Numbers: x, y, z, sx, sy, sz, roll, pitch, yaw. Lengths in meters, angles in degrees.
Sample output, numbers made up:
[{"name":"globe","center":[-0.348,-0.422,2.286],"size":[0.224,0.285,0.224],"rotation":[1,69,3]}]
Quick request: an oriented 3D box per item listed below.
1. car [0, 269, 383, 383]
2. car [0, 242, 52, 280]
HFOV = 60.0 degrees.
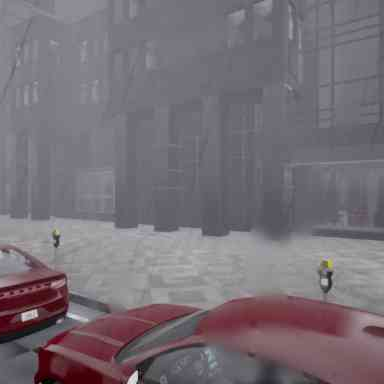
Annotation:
[{"name":"car","center":[0.564,1.545,2.557],"size":[4.507,1.381,1.887],"rotation":[0,0,35]},{"name":"car","center":[-4.027,1.545,5.826],"size":[4.507,1.381,1.887],"rotation":[0,0,35]}]
